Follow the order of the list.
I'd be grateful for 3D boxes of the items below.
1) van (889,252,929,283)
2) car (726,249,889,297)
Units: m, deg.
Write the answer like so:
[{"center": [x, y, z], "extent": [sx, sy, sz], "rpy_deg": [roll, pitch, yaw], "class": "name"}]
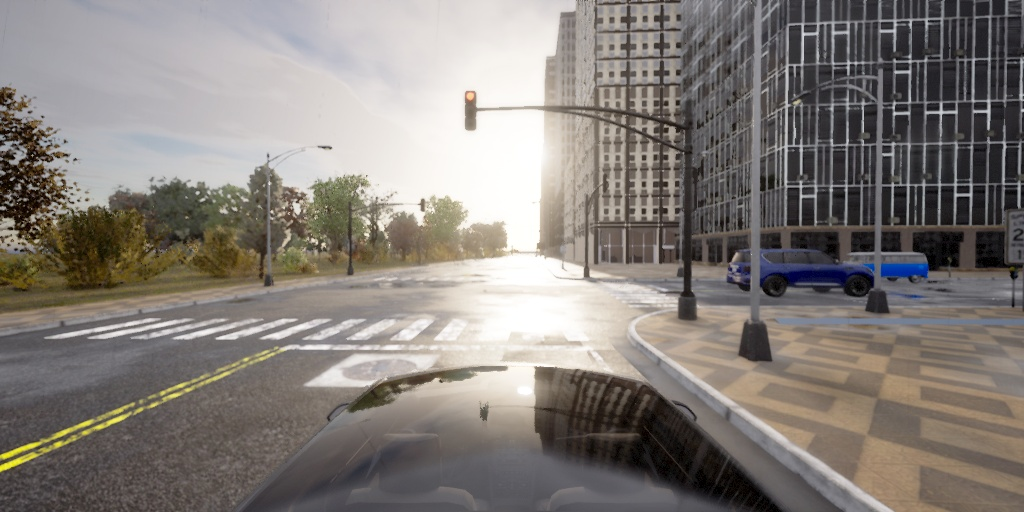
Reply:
[{"center": [21.990, 0.668, 21.298], "extent": [3.998, 1.789, 1.690], "rpy_deg": [0, 0, 4], "class": "van"}, {"center": [12.732, 0.695, 16.046], "extent": [5.566, 2.045, 2.150], "rpy_deg": [0, 1, 4], "class": "car"}]
